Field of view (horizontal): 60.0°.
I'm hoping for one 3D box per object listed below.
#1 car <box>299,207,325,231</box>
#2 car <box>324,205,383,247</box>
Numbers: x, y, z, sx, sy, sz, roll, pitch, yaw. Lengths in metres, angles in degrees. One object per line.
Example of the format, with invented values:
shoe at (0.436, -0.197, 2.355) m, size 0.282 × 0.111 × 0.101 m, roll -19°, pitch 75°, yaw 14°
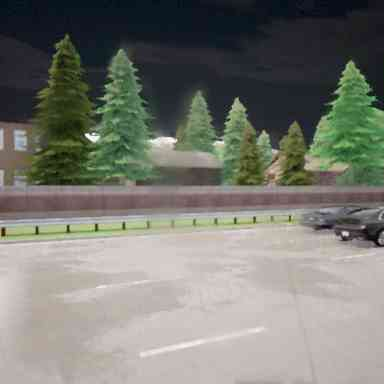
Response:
car at (8.406, 1.413, 18.127) m, size 5.357 × 1.411 × 2.033 m, roll 0°, pitch 0°, yaw -24°
car at (8.311, 1.392, 14.246) m, size 4.892 × 1.490 × 1.837 m, roll 0°, pitch 0°, yaw -24°
